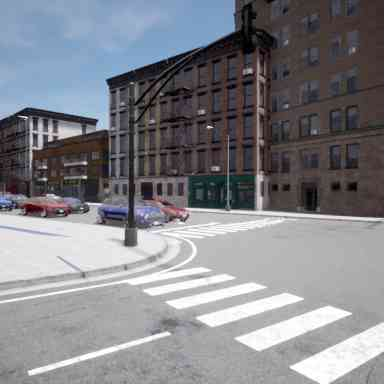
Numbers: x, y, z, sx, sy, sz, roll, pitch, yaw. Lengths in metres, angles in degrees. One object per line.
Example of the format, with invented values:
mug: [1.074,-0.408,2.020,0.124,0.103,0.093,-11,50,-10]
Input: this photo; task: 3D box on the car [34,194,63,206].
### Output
car: [-19.833,1.036,45.778,4.674,1.442,1.812,1,0,41]

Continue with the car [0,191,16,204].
car: [-27.587,0.786,48.231,4.553,1.767,2.097,1,0,41]

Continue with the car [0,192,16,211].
car: [-19.235,1.025,32.293,5.008,1.535,1.882,1,0,40]

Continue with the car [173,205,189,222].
car: [-2.328,1.281,23.027,4.674,1.442,1.812,1,0,38]

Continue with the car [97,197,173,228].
car: [-3.642,1.101,19.710,4.553,1.767,2.097,1,0,41]

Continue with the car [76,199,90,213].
car: [-10.986,1.203,29.779,4.181,1.385,1.994,1,0,39]

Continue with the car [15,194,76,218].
car: [-11.562,1.121,26.079,5.008,1.535,1.882,1,0,39]

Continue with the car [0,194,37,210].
car: [-19.166,1.029,36.462,4.902,1.511,2.128,1,0,40]
